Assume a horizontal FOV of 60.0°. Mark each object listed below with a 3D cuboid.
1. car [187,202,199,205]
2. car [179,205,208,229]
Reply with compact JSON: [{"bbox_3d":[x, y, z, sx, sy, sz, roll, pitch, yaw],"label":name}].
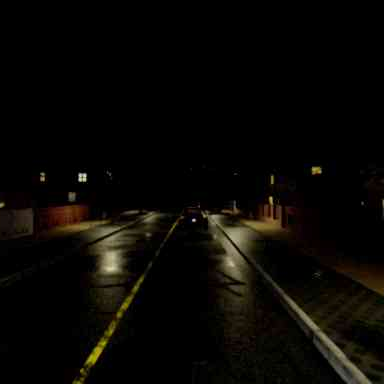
[{"bbox_3d":[0.152,2.006,40.917,1.837,1.490,4.892,0,-1,0],"label":"car"},{"bbox_3d":[0.131,1.845,23.786,1.994,1.385,4.181,0,-1,0],"label":"car"}]
